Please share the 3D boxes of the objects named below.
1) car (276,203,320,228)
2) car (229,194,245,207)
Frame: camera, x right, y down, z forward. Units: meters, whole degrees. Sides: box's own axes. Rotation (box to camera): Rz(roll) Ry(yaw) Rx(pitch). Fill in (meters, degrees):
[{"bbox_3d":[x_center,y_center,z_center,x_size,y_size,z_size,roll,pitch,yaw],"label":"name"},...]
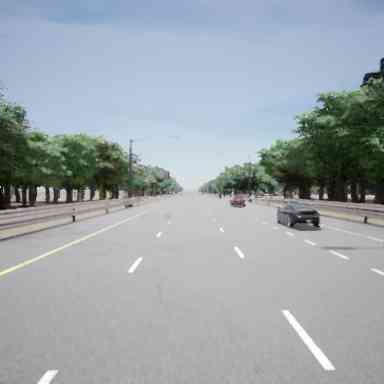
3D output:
[{"bbox_3d":[7.019,1.510,22.389,1.837,1.490,4.892,0,0,0],"label":"car"},{"bbox_3d":[7.046,1.357,52.666,2.097,1.767,4.553,0,0,0],"label":"car"}]
